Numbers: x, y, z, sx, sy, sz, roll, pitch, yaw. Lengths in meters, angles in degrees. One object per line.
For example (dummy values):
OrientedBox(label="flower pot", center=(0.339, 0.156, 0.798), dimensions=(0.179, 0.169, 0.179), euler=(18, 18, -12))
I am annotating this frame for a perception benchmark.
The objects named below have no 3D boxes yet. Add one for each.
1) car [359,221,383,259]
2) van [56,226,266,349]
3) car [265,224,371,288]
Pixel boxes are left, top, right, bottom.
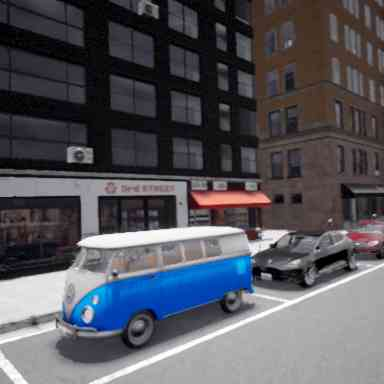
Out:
OrientedBox(label="car", center=(7.659, 1.910, 14.040), dimensions=(4.206, 1.307, 1.802), euler=(0, -3, -42))
OrientedBox(label="van", center=(-0.495, 1.655, 6.653), dimensions=(3.998, 1.788, 1.690), euler=(0, -3, -42))
OrientedBox(label="car", center=(3.586, 1.887, 10.342), dimensions=(4.313, 1.339, 1.947), euler=(0, -3, -42))
